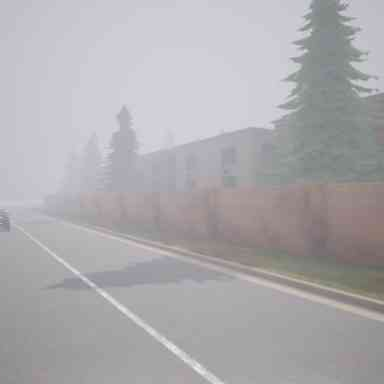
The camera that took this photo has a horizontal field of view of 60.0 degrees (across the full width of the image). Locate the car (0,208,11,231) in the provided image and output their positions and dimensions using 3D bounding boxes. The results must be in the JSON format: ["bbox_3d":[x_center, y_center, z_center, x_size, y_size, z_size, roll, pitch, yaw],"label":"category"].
[{"bbox_3d":[-13.860,1.895,23.265,1.837,1.490,4.892,0,-1,-32],"label":"car"}]
